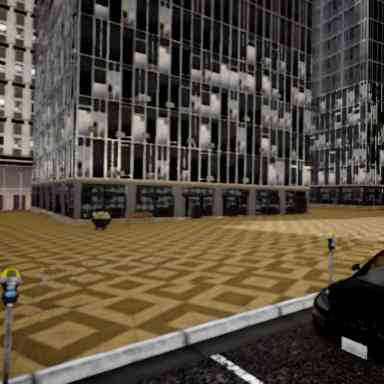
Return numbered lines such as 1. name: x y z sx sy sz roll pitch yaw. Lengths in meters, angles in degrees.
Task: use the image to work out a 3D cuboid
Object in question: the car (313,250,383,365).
1. car: 3.817 1.562 5.337 4.313 1.339 1.947 0 1 -34
